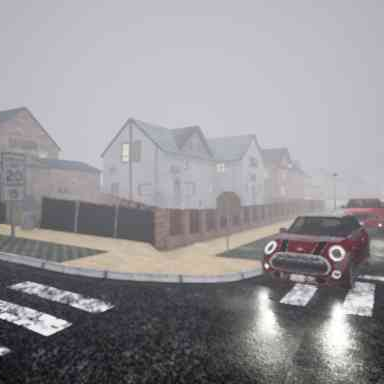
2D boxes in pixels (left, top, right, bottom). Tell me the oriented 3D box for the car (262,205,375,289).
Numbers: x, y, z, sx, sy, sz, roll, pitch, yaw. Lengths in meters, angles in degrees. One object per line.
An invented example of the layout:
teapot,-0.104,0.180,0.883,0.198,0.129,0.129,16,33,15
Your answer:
car,3.717,1.407,9.555,2.097,1.767,4.553,-1,-1,35

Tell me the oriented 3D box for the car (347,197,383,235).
car,10.565,1.357,20.384,2.150,2.045,5.566,-1,-1,31
